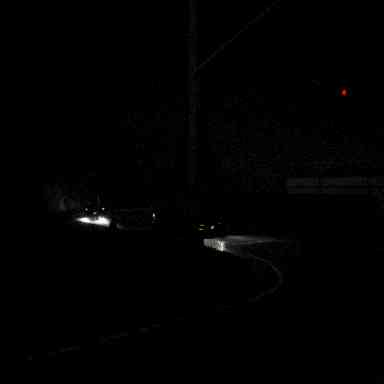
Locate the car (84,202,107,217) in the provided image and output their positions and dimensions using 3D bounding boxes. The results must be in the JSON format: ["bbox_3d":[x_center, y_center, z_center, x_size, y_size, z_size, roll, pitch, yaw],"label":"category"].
[{"bbox_3d":[-9.207,1.601,31.903,1.895,1.301,4.718,0,0,-14],"label":"car"}]

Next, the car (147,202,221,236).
[{"bbox_3d":[-0.424,1.505,18.345,1.837,1.490,4.892,0,0,-36],"label":"car"}]

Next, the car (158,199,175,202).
[{"bbox_3d":[-3.902,1.601,46.129,4.718,1.301,1.895,0,0,-45],"label":"car"}]
